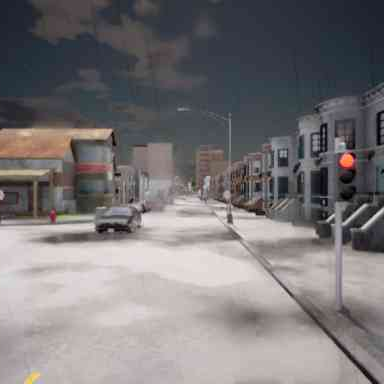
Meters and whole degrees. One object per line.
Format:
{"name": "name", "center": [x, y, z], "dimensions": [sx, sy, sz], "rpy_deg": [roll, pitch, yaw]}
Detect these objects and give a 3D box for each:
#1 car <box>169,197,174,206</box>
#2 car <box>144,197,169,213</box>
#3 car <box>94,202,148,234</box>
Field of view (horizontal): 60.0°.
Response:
{"name": "car", "center": [-3.998, 1.524, 54.275], "dimensions": [1.994, 1.385, 4.181], "rpy_deg": [0, 0, 0]}
{"name": "car", "center": [-4.048, 1.326, 36.104], "dimensions": [2.097, 1.767, 4.553], "rpy_deg": [0, 0, 0]}
{"name": "car", "center": [-4.080, 1.533, 19.397], "dimensions": [2.033, 1.411, 5.357], "rpy_deg": [0, 0, 0]}
